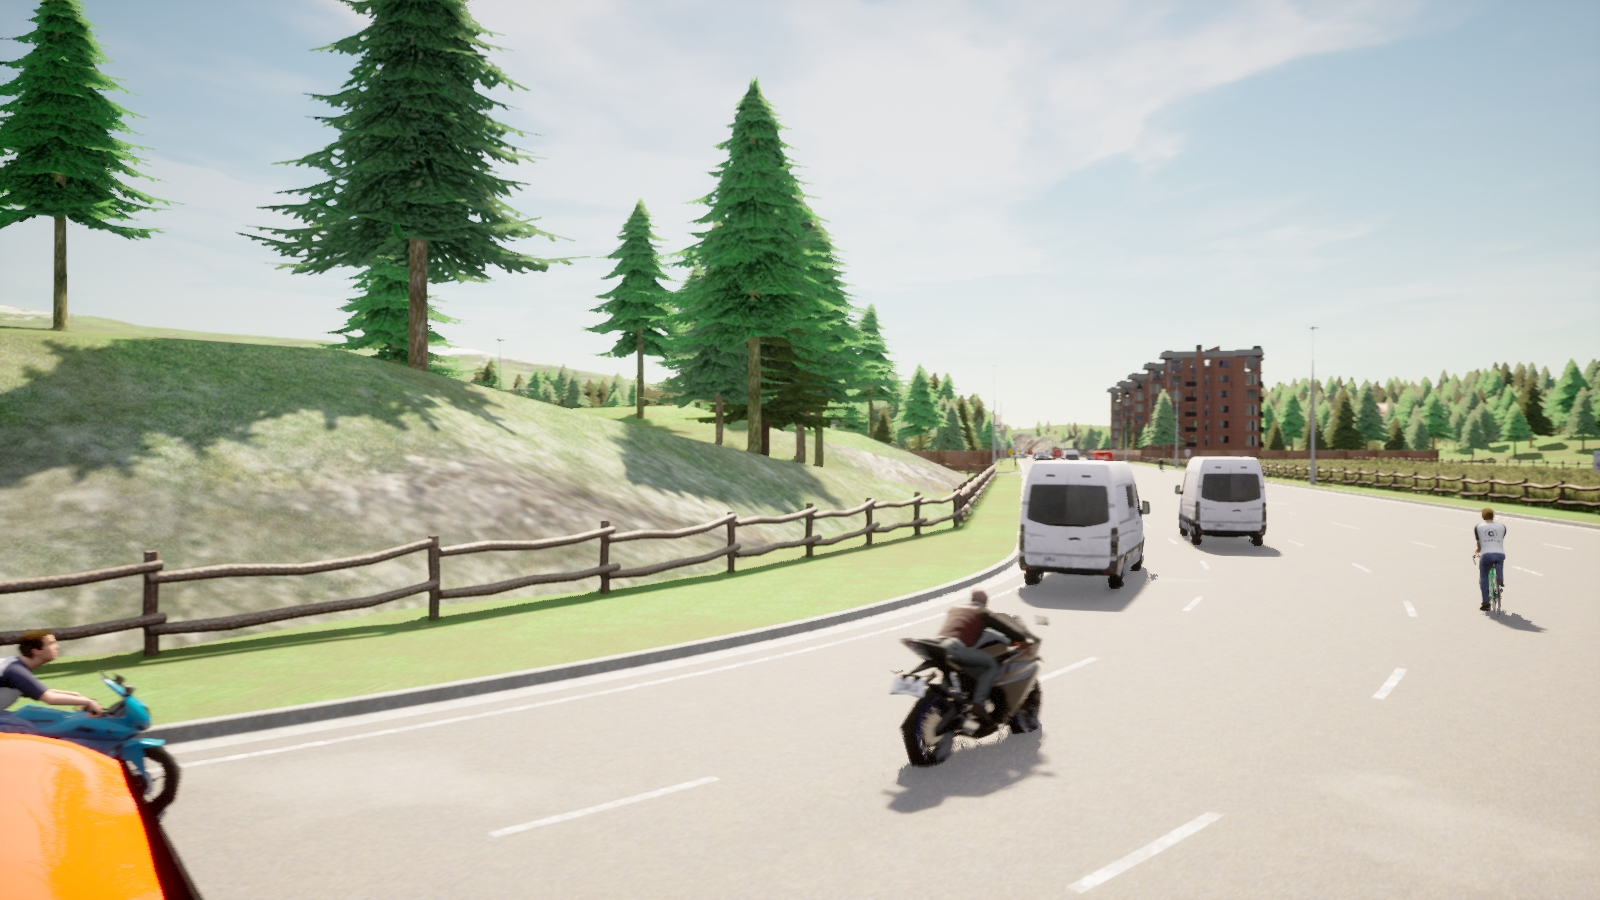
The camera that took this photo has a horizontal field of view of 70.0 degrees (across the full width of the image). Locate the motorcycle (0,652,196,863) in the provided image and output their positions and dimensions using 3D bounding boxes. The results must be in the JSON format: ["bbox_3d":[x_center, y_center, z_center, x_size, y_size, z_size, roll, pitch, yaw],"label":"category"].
[{"bbox_3d":[-5.494,2.187,8.102,2.033,1.199,0.803,0,-2,-37],"label":"motorcycle"}]

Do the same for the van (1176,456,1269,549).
[{"bbox_3d":[12.829,1.495,35.063,1.988,2.561,5.915,0,0,13],"label":"van"}]

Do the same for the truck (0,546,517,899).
[{"bbox_3d":[-3.266,1.571,1.122,5.204,2.467,2.627,0,1,-35],"label":"truck"}]

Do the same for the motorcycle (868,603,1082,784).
[{"bbox_3d":[1.688,2.195,10.717,0.867,1.251,2.209,-3,-2,42],"label":"motorcycle"}]

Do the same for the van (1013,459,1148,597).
[{"bbox_3d":[6.271,1.510,24.966,1.988,2.561,5.915,1,0,22],"label":"van"}]

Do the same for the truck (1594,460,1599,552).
[{"bbox_3d":[22.399,1.520,28.389,2.627,2.467,5.204,0,0,13],"label":"truck"}]

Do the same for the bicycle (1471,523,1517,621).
[{"bbox_3d":[11.708,2.028,19.313,0.373,1.496,1.643,-3,-1,23],"label":"bicycle"}]
